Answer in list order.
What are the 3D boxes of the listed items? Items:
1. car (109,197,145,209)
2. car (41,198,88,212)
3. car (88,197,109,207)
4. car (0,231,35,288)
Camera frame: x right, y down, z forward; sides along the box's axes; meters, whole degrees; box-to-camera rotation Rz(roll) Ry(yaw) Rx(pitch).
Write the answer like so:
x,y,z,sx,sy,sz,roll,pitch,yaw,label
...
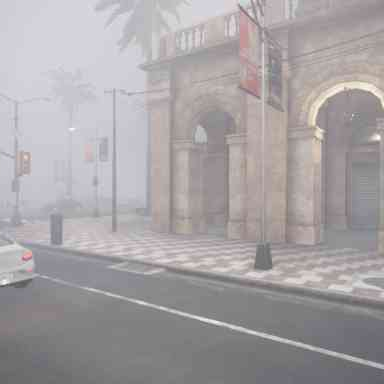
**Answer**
x,y,z,sx,sy,sz,roll,pitch,yaw,label
-8.869,1.601,46.684,1.895,1.301,4.718,0,0,36,car
-14.866,1.505,38.300,1.837,1.490,4.892,0,0,36,car
-13.852,1.513,51.049,2.161,1.482,4.786,0,0,35,car
-5.564,1.526,7.919,4.674,1.442,1.812,0,0,36,car
